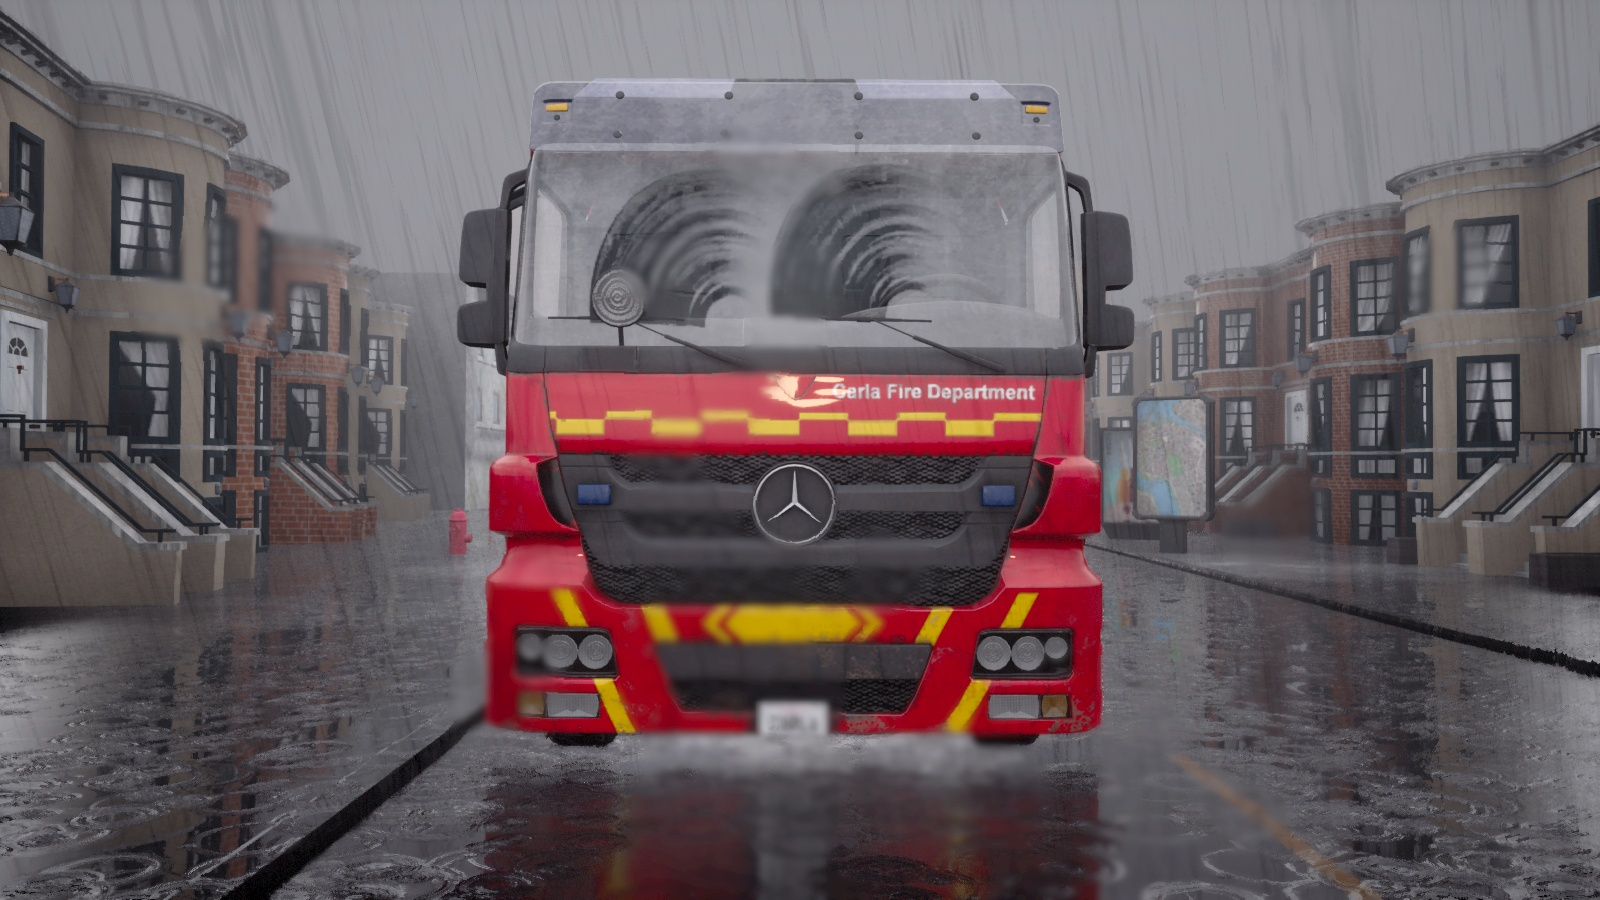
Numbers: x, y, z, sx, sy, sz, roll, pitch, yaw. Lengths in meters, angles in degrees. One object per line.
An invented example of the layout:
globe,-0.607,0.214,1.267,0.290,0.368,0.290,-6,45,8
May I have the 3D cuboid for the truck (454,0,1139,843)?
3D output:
truck,-0.032,-0.190,9.565,2.891,3.827,8.468,0,-1,0
